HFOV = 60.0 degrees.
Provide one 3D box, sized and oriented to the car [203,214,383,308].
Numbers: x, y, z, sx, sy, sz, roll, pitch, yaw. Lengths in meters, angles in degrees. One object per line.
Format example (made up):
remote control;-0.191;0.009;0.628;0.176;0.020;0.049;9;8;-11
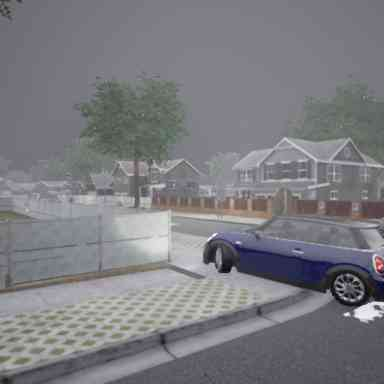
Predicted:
car;2.486;1.320;8.226;4.553;1.767;2.097;5;3;40

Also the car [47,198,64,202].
car;-19.161;1.587;46.482;2.128;1.511;4.902;0;0;-36
